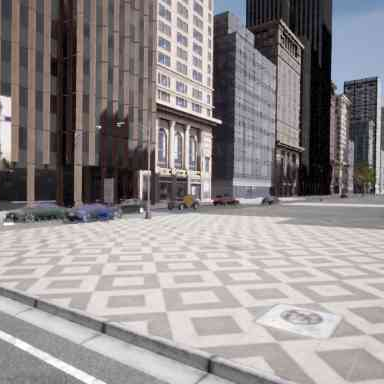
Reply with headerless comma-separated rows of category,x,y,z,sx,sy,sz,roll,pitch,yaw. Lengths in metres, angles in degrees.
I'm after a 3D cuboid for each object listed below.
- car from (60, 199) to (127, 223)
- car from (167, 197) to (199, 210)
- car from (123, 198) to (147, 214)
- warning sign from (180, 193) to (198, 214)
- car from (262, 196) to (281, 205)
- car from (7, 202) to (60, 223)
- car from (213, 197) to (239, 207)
car,-7.354,1.514,25.224,1.994,1.385,4.181,1,1,36
car,-1.001,1.340,39.689,1.837,1.490,4.892,1,1,35
car,-6.448,1.377,31.996,1.837,1.490,4.892,1,1,35
warning sign,-0.255,1.077,30.676,1.300,1.860,1.060,1,1,35
car,12.756,1.335,53.590,1.812,1.442,4.674,1,1,35
car,-11.459,1.470,24.919,1.994,1.385,4.181,1,1,35
car,4.956,1.395,48.044,1.895,1.301,4.718,1,1,36
